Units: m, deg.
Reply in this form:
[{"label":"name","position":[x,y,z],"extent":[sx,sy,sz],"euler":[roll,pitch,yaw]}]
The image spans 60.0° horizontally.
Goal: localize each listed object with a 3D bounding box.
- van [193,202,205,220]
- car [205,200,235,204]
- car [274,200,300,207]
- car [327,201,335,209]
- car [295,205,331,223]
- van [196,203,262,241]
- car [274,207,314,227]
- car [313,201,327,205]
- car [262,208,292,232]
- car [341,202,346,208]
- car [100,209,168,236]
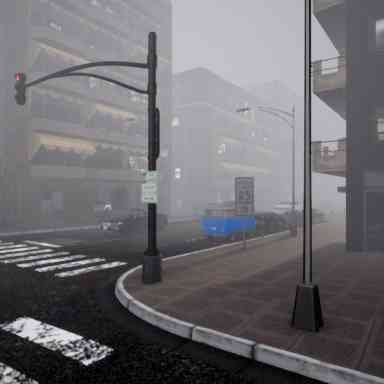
[{"label":"van","position":[1.653,1.903,32.731],"extent":[1.690,1.788,3.998],"euler":[-1,-2,35]},{"label":"car","position":[3.932,1.790,31.430],"extent":[2.150,2.045,5.566],"euler":[0,-1,36]},{"label":"car","position":[12.489,2.067,43.393],"extent":[2.150,2.045,5.566],"euler":[0,0,36]},{"label":"car","position":[27.342,2.728,68.840],"extent":[2.192,1.841,5.009],"euler":[-1,-2,35]},{"label":"car","position":[11.697,2.233,32.443],"extent":[2.008,1.369,4.403],"euler":[-1,-2,35]},{"label":"van","position":[2.200,1.703,18.809],"extent":[1.690,1.788,3.998],"euler":[-1,-2,35]},{"label":"car","position":[8.485,2.157,27.929],"extent":[1.802,1.307,4.206],"euler":[-1,-2,35]},{"label":"car","position":[24.131,2.889,64.320],"extent":[1.802,1.307,4.206],"euler":[-1,-2,35]},{"label":"car","position":[5.275,2.035,23.416],"extent":[1.947,1.339,4.313],"euler":[-1,-2,35]},{"label":"car","position":[40.091,3.375,86.754],"extent":[1.752,1.417,4.829],"euler":[-1,-2,35]},{"label":"car","position":[-3.520,1.815,20.963],"extent":[2.128,1.511,4.902],"euler":[0,-1,35]}]
